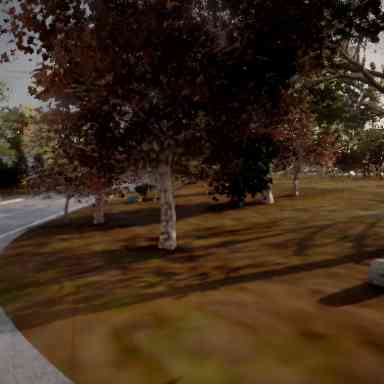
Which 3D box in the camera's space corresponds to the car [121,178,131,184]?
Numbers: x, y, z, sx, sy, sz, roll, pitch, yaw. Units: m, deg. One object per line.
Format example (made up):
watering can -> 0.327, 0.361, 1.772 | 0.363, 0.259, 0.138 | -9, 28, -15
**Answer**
car -> -13.321, -2.272, 66.911 | 2.033, 1.411, 5.357 | 0, 4, 3
